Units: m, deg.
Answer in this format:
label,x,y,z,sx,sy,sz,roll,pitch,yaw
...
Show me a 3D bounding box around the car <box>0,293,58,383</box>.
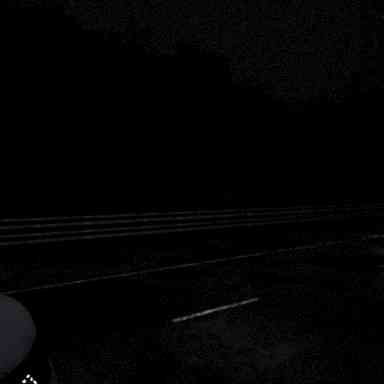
label,x,y,z,sx,sy,sz,roll,pitch,yaw
car,-3.485,1.221,1.288,5.566,2.045,2.150,0,0,-35
